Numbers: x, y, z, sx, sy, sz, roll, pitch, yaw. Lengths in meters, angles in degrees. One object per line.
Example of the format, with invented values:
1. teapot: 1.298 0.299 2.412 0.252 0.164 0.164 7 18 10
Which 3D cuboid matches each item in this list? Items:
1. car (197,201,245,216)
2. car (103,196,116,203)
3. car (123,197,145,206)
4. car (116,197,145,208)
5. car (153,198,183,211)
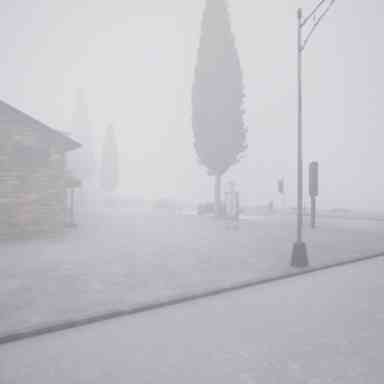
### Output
1. car: 2.688 1.543 32.435 2.033 1.411 5.357 0 0 -36
2. car: -15.853 1.543 65.633 2.033 1.411 5.357 0 0 -36
3. car: -10.069 1.596 57.538 1.895 1.301 4.718 0 0 -35
4. car: -8.975 1.500 48.832 1.837 1.490 4.892 0 0 -35
5. car: -2.987 1.487 40.397 2.128 1.511 4.902 0 0 -35
